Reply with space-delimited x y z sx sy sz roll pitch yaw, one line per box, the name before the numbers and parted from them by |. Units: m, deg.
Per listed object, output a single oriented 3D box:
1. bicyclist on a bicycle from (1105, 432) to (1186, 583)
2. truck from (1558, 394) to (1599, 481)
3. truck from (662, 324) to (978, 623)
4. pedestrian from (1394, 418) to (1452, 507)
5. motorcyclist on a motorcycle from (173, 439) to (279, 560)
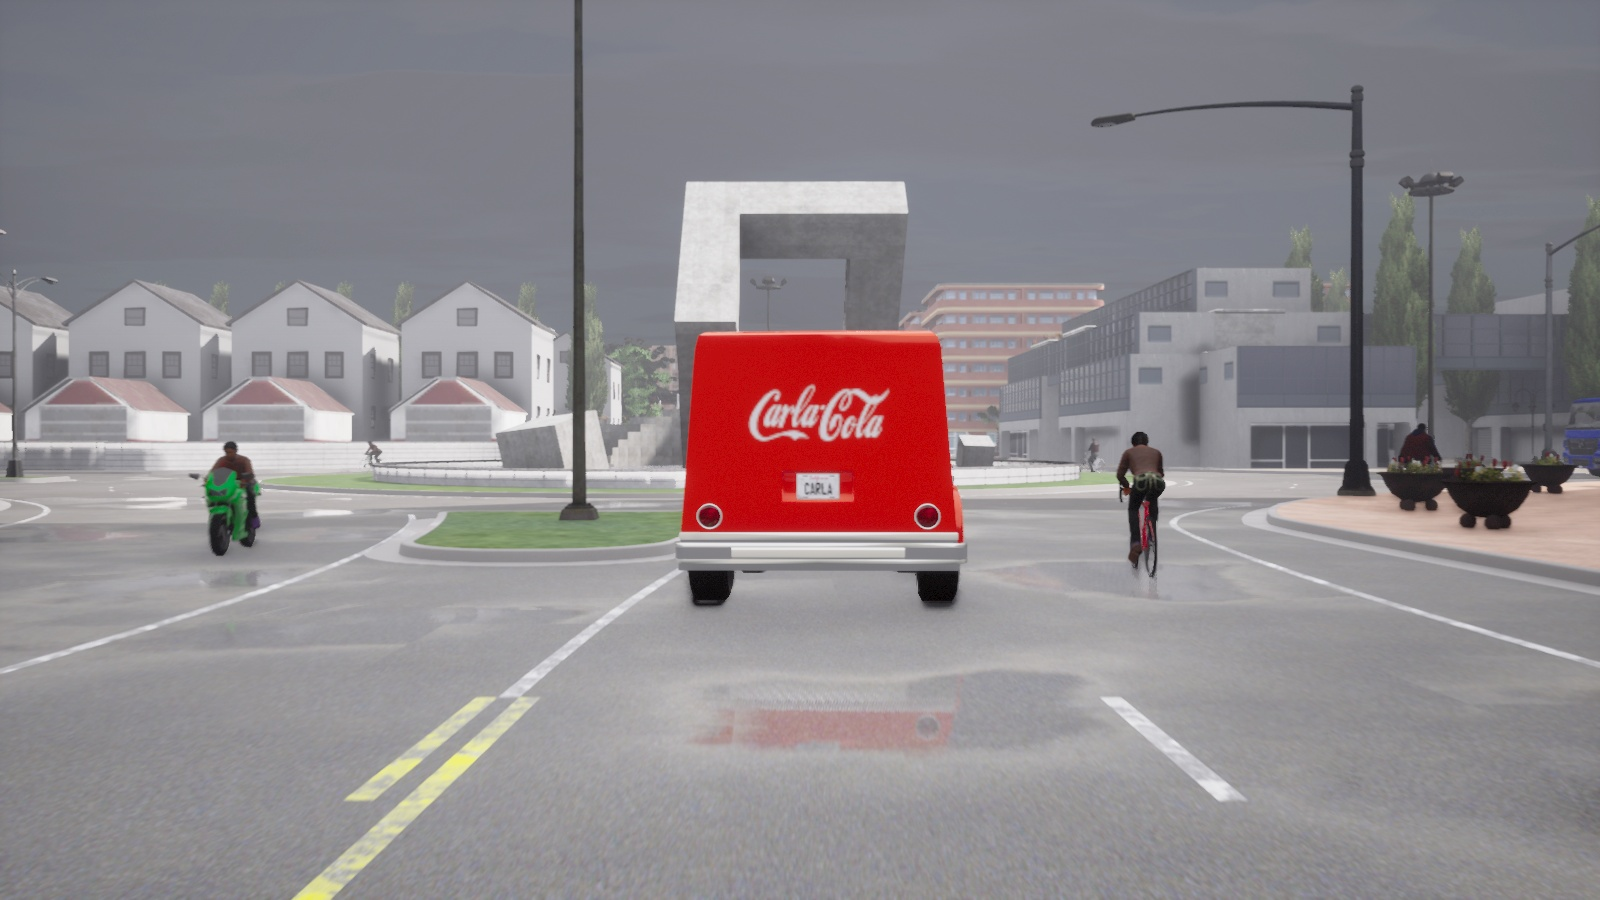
bicyclist on a bicycle | 3.915 0.619 14.331 0.582 1.620 1.656 0 0 5
truck | 36.144 -0.508 51.800 7.936 3.462 2.891 0 0 1
truck | 0.296 0.184 13.032 2.627 2.467 5.204 0 0 3
pedestrian | 13.174 0.257 26.562 0.899 1.844 0.634 0 0 -21
motorcyclist on a motorcycle | -7.730 0.623 17.010 0.797 1.523 2.044 0 0 -10
